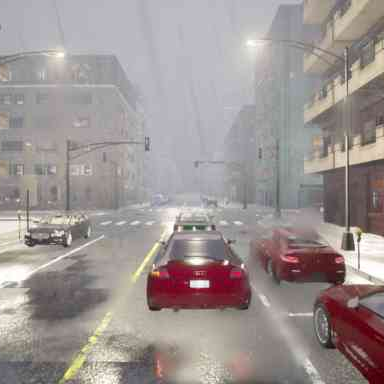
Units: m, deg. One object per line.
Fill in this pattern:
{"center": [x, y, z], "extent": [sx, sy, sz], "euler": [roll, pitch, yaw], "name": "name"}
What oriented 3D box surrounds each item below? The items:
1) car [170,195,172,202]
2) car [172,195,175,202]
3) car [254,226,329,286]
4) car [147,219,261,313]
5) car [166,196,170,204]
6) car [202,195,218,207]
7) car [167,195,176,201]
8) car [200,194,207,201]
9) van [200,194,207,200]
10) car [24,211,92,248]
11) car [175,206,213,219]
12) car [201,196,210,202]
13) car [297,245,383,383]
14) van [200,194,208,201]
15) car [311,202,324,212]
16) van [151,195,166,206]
{"center": [-5.421, 1.448, 64.176], "extent": [1.967, 1.590, 4.097], "euler": [1, 0, 0], "name": "car"}
{"center": [-5.347, 1.575, 75.518], "extent": [1.947, 1.339, 4.313], "euler": [1, 0, 0], "name": "car"}
{"center": [2.670, 1.584, 9.057], "extent": [1.802, 1.307, 4.206], "euler": [1, 0, 0], "name": "car"}
{"center": [0.108, 1.566, 7.779], "extent": [1.994, 1.385, 4.181], "euler": [0, 0, -1], "name": "car"}
{"center": [-5.460, 1.574, 58.506], "extent": [1.947, 1.339, 4.313], "euler": [1, 0, 0], "name": "car"}
{"center": [2.978, 1.558, 51.179], "extent": [2.008, 1.369, 4.403], "euler": [1, 0, 0], "name": "car"}
{"center": [-5.271, 1.554, 86.858], "extent": [1.887, 1.381, 4.507], "euler": [1, 0, 0], "name": "car"}
{"center": [2.995, 1.558, 69.767], "extent": [2.008, 1.369, 4.403], "euler": [1, 0, 0], "name": "car"}
{"center": [3.150, 1.349, 92.448], "extent": [1.690, 1.788, 3.998], "euler": [1, 0, 0], "name": "van"}
{"center": [-5.766, 1.554, 14.798], "extent": [2.008, 1.369, 4.403], "euler": [1, 0, 0], "name": "car"}
{"center": [0.107, 1.604, 16.597], "extent": [1.895, 1.301, 4.718], "euler": [0, 0, 0], "name": "car"}
{"center": [3.033, 1.590, 75.437], "extent": [1.802, 1.307, 4.206], "euler": [1, 0, 0], "name": "car"}
{"center": [2.669, 1.583, 3.386], "extent": [1.802, 1.307, 4.206], "euler": [1, 0, 0], "name": "car"}
{"center": [3.112, 1.349, 86.777], "extent": [1.690, 1.788, 3.998], "euler": [1, 0, 0], "name": "van"}
{"center": [15.558, 1.518, 36.948], "extent": [4.507, 1.381, 1.887], "euler": [0, -1, 1], "name": "car"}
{"center": [-5.570, 1.349, 52.843], "extent": [1.690, 1.788, 3.998], "euler": [1, 0, 0], "name": "van"}
